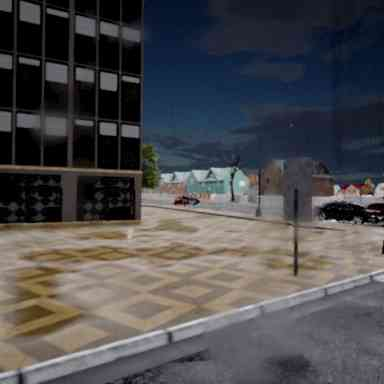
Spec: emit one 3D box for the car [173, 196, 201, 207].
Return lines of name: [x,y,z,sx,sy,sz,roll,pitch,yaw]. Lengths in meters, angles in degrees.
car: [-1.054,1.240,46.609,1.812,1.442,4.674,1,0,-28]

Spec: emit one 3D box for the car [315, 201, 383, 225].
car: [11.063,1.441,23.641,1.837,1.490,4.892,1,0,-28]

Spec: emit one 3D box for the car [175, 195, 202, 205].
car: [-0.571,1.263,52.695,2.033,1.411,5.357,1,0,-28]
